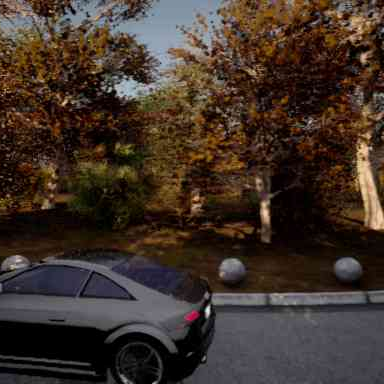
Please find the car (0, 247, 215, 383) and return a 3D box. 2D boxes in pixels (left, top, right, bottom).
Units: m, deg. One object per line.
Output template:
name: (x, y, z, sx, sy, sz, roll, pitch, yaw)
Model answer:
car: (-1.777, 1.532, 4.715, 4.181, 1.385, 1.994, 0, 1, 10)
